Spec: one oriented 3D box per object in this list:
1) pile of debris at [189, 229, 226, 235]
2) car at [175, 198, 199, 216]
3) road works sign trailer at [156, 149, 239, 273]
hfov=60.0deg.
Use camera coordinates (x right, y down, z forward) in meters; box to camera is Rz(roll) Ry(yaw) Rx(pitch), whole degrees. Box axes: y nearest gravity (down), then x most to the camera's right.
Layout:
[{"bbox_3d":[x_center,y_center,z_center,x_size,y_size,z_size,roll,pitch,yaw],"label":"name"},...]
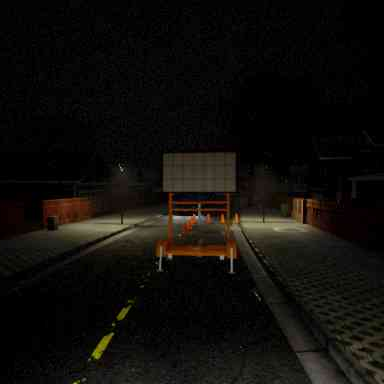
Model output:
[{"bbox_3d":[0.826,2.100,17.578,1.860,0.140,1.500,0,0,5],"label":"pile of debris"},{"bbox_3d":[-0.308,1.322,30.788,1.812,1.442,4.674,0,1,8],"label":"car"},{"bbox_3d":[0.242,0.438,10.632,2.380,3.560,2.880,0,0,6],"label":"road works sign trailer"}]
